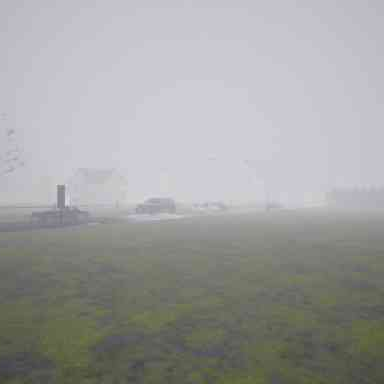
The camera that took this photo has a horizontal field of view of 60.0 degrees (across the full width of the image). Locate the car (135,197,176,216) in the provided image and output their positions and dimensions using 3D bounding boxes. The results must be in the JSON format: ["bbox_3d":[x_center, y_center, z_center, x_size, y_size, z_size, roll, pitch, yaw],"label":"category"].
[{"bbox_3d":[-4.078,1.638,38.408,2.150,2.045,5.566,1,0,35],"label":"car"}]

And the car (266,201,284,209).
[{"bbox_3d":[15.094,2.388,60.251,1.994,1.385,4.181,1,0,35],"label":"car"}]

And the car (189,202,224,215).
[{"bbox_3d":[1.692,2.126,41.427,1.895,1.301,4.718,1,0,35],"label":"car"}]

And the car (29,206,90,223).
[{"bbox_3d":[-11.224,1.849,28.370,1.895,1.301,4.718,1,0,35],"label":"car"}]

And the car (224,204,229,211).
[{"bbox_3d":[3.436,2.135,48.891,2.033,1.411,5.357,1,0,36],"label":"car"}]
